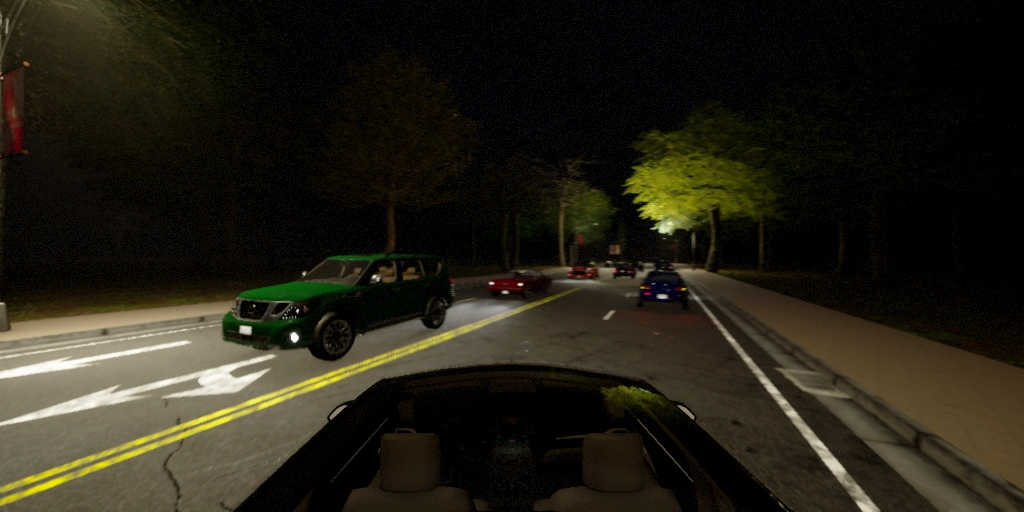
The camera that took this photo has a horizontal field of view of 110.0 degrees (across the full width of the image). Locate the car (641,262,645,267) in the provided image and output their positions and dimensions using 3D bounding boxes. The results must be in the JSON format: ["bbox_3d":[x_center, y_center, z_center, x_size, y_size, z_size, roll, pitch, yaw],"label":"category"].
[{"bbox_3d":[16.920,1.472,48.751,1.837,1.490,4.892,1,1,23],"label":"car"}]

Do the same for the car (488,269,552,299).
[{"bbox_3d":[0.538,1.375,18.499,1.895,1.301,4.718,0,0,23],"label":"car"}]

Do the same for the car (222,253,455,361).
[{"bbox_3d":[-3.558,0.947,8.777,2.150,2.045,5.566,0,0,23],"label":"car"}]

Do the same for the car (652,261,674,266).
[{"bbox_3d":[16.732,1.303,39.755,2.097,1.767,4.553,0,0,23],"label":"car"}]

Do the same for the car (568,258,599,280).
[{"bbox_3d":[6.621,1.201,32.884,2.097,1.767,4.553,1,0,23],"label":"car"}]

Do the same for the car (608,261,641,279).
[{"bbox_3d":[10.824,1.438,34.303,2.033,1.411,5.357,0,0,23],"label":"car"}]

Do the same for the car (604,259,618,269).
[{"bbox_3d":[14.343,1.111,51.150,1.994,1.385,4.181,0,0,23],"label":"car"}]

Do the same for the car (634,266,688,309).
[{"bbox_3d":[6.494,1.351,15.432,1.812,1.442,4.674,1,0,23],"label":"car"}]
